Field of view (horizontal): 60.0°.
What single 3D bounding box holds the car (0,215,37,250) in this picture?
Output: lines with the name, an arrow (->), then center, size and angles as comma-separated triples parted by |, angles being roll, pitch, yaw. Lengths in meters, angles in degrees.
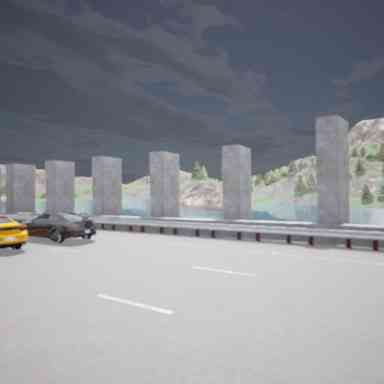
car -> -8.984, 1.641, 13.869 | 5.008, 1.535, 1.882 | 0, 0, 31

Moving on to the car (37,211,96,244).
car -> -6.830, 1.687, 16.658 | 4.674, 1.442, 1.812 | 0, 0, 31
